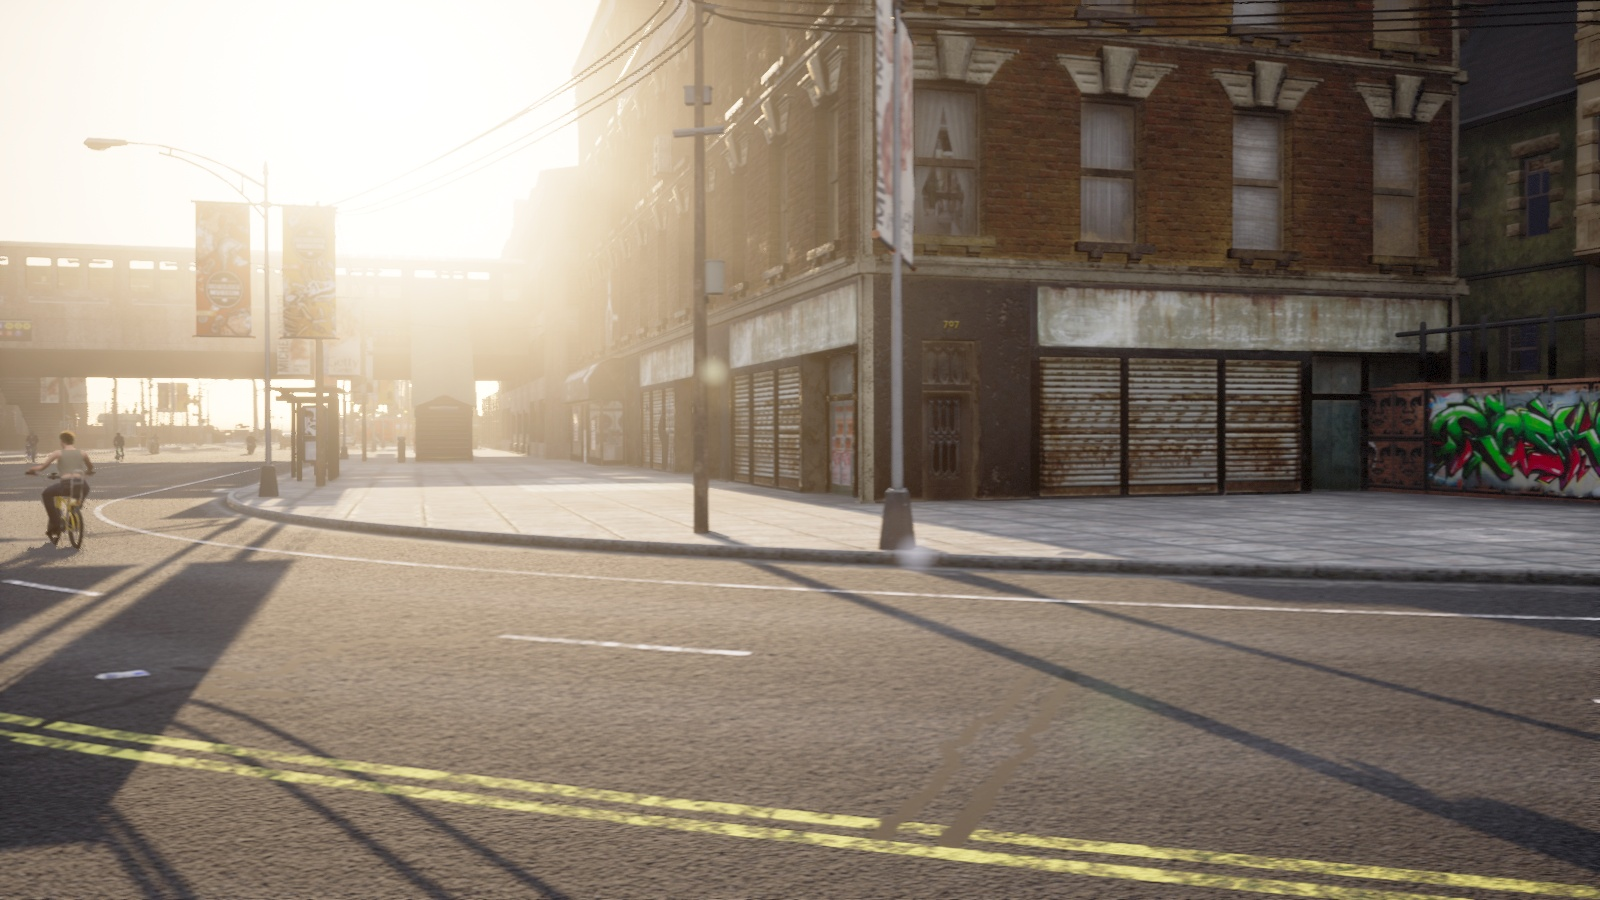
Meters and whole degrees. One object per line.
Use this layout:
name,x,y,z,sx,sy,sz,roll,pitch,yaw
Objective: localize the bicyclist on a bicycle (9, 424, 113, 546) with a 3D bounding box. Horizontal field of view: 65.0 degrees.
bicyclist on a bicycle,-10.265,0.456,17.436,1.509,1.612,0.866,1,1,44
